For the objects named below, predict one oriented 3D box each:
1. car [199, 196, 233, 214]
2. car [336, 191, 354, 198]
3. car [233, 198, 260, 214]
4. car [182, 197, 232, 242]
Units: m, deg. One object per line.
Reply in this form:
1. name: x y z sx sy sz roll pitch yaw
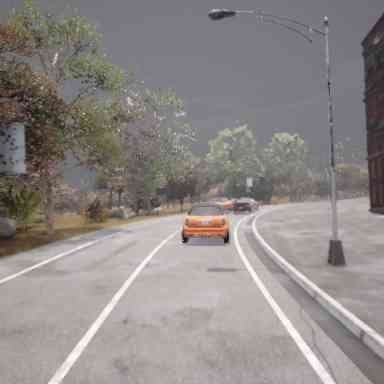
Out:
1. car: 2.733 1.397 36.540 2.097 1.767 4.553 -2 -1 25
2. car: 30.139 0.536 66.469 5.357 1.411 2.033 -3 -3 -32
3. car: 5.752 1.387 34.899 1.882 1.535 5.008 -3 -1 23
4. car: 0.792 1.346 16.394 2.097 1.767 4.553 -1 0 6
